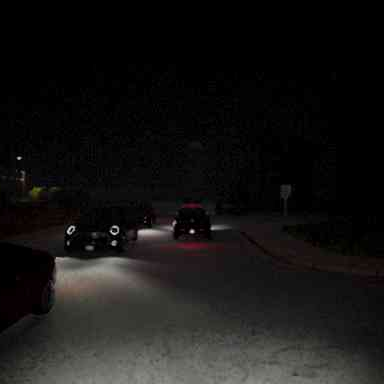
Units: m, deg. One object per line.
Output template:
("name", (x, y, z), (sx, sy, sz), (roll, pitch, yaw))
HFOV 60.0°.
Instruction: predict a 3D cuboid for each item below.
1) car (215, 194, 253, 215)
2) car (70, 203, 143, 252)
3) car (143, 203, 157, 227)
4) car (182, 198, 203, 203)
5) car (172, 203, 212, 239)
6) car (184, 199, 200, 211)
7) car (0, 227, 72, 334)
("car", (4.178, 1.253, 33.376), (1.905, 1.878, 3.866), (-7, 3, -42))
("car", (-3.579, 1.382, 13.920), (2.097, 1.767, 4.553), (0, 0, 0))
("car", (-3.554, 1.558, 23.064), (1.837, 1.490, 4.892), (0, 0, 0))
("car", (0.018, 1.398, 32.573), (2.097, 1.767, 4.553), (0, -1, 1))
("car", (0.010, 1.557, 17.607), (1.837, 1.490, 4.892), (0, 0, 0))
("car", (0.051, 1.670, 44.309), (2.033, 1.411, 5.357), (0, 0, 1))
("car", (-3.591, 1.529, 4.926), (1.812, 1.442, 4.674), (0, 0, 0))
